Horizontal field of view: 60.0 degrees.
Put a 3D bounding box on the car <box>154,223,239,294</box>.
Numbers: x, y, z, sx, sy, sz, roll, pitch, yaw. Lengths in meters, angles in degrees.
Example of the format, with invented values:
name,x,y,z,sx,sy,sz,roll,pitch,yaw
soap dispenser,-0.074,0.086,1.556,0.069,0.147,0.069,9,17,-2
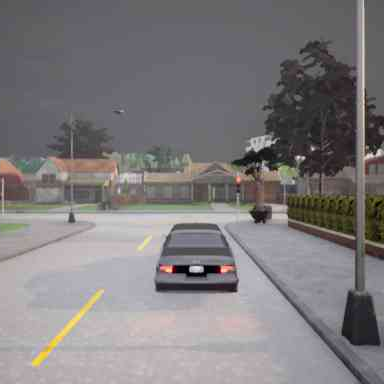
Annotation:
name,x,y,z,sx,sy,sz,roll,pitch,yaw
car,0.099,1.543,8.949,2.033,1.411,5.357,0,0,0
